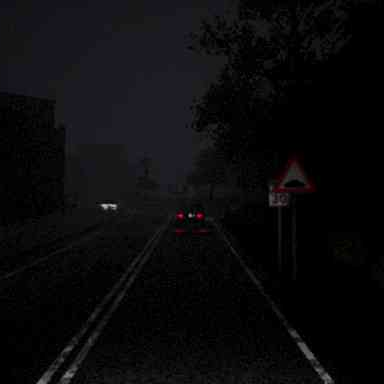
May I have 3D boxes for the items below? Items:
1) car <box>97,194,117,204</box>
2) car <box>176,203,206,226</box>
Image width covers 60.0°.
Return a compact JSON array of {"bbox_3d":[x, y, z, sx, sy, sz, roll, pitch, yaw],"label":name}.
[{"bbox_3d":[-12.299,1.016,47.953,1.994,1.385,4.181,1,1,-30],"label":"car"},{"bbox_3d":[-0.031,1.432,22.327,2.033,1.411,5.357,0,1,2],"label":"car"}]
